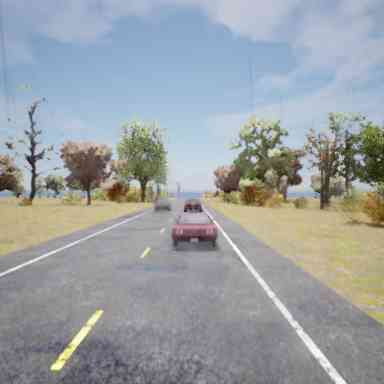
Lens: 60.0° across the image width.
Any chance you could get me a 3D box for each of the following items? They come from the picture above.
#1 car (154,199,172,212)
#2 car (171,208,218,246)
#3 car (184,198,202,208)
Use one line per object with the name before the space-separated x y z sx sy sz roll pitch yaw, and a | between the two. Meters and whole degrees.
car | -3.477 1.574 40.421 1.882 1.535 5.008 0 0 0
car | 0.109 1.638 15.474 1.895 1.301 4.718 0 0 0
car | 0.123 1.446 39.422 2.097 1.767 4.553 0 0 0
